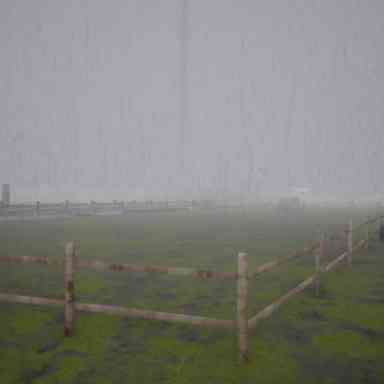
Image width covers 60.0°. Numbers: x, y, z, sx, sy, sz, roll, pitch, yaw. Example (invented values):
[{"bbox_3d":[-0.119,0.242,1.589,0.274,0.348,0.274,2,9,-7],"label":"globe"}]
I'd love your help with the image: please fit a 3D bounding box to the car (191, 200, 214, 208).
[{"bbox_3d":[1.971,2.049,58.586,2.033,1.411,5.357,0,0,36],"label":"car"}]
